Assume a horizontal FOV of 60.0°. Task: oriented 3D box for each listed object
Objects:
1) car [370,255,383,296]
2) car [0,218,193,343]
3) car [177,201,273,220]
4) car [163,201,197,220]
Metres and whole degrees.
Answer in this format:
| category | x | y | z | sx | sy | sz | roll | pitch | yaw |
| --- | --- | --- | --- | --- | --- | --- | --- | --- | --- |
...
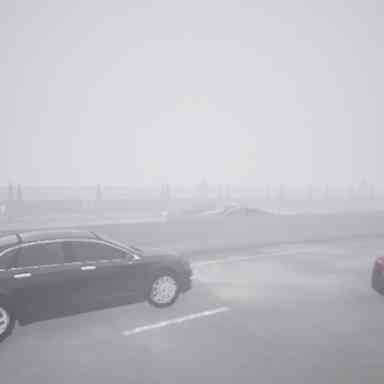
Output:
| category | x | y | z | sx | sy | sz | roll | pitch | yaw |
| --- | --- | --- | --- | --- | --- | --- | --- | --- | --- |
| car | 5.780 | 1.531 | 7.059 | 4.181 | 1.385 | 1.994 | 0 | 0 | -29 |
| car | -2.252 | 1.482 | 6.248 | 4.892 | 1.490 | 1.837 | 0 | 0 | -34 |
| car | 2.022 | 1.422 | 17.176 | 4.902 | 1.511 | 2.128 | 0 | 0 | -28 |
| car | 0.308 | 1.396 | 24.164 | 4.902 | 1.511 | 2.128 | 0 | 0 | -27 |
